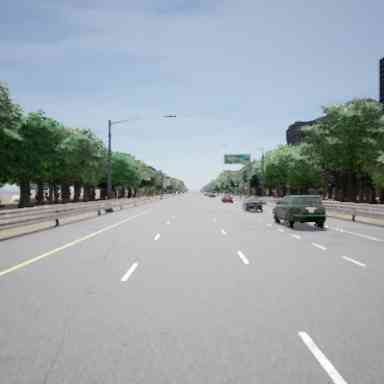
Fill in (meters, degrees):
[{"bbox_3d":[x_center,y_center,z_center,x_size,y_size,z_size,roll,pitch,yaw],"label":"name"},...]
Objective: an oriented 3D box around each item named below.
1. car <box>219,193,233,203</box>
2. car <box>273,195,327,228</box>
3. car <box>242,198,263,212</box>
[{"bbox_3d":[7.260,1.339,69.653,2.097,1.767,4.553,0,0,0],"label":"car"},{"bbox_3d":[7.026,1.224,22.215,2.150,2.045,5.566,0,0,0],"label":"car"},{"bbox_3d":[7.083,1.509,39.304,1.837,1.490,4.892,0,0,0],"label":"car"}]
